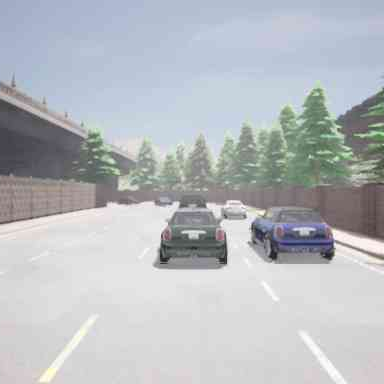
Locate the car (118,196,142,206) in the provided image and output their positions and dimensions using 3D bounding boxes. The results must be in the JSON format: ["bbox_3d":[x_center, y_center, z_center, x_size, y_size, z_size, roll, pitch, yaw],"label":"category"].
[{"bbox_3d":[-9.920,1.375,52.635,1.837,1.490,4.892,2,-2,-44],"label":"car"}]

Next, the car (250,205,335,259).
[{"bbox_3d":[3.569,1.318,12.645,2.097,1.767,4.553,0,0,0],"label":"car"}]

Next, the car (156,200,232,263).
[{"bbox_3d":[0.065,1.321,11.922,2.097,1.767,4.553,0,0,0],"label":"car"}]

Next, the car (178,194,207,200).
[{"bbox_3d":[0.063,1.156,26.839,2.150,2.045,5.566,0,0,0],"label":"car"}]

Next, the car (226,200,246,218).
[{"bbox_3d":[3.573,1.452,28.945,1.812,1.442,4.674,0,0,0],"label":"car"}]

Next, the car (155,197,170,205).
[{"bbox_3d":[-4.217,1.423,49.662,2.033,1.411,5.357,0,0,-17],"label":"car"}]
